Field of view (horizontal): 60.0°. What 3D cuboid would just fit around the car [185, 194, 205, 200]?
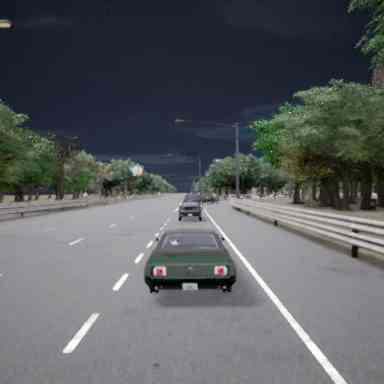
[{"bbox_3d":[0.142,1.228,44.855,2.150,2.045,5.566,-1,0,5],"label":"car"}]

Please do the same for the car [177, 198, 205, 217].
[{"bbox_3d":[-0.155,1.500,27.934,1.837,1.490,4.892,-1,0,0],"label":"car"}]

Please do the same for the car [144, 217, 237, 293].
[{"bbox_3d":[-0.045,1.599,8.841,1.895,1.301,4.718,-1,0,0],"label":"car"}]

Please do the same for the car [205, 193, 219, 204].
[{"bbox_3d":[3.631,1.192,62.921,2.150,2.045,5.566,-1,0,17],"label":"car"}]
